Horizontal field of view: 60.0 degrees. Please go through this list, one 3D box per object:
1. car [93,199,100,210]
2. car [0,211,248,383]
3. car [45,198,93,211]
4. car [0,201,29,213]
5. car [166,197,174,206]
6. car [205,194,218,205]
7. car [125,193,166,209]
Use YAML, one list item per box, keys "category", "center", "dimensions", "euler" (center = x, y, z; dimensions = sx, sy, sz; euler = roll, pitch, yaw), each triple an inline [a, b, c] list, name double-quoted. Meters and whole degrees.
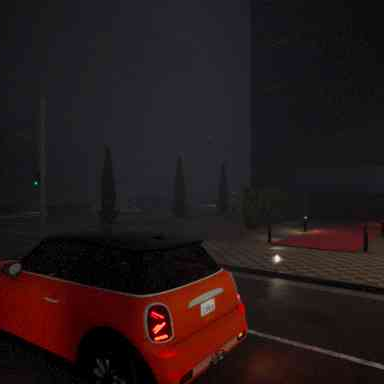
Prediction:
- category: "car"
  center: [-13.648, 1.491, 40.902]
  dimensions: [2.128, 1.511, 4.902]
  euler: [0, 0, 36]
- category: "car"
  center: [-1.544, 1.352, 5.095]
  dimensions: [4.553, 1.767, 2.097]
  euler: [0, 0, 36]
- category: "car"
  center: [-13.323, 1.601, 35.381]
  dimensions: [1.895, 1.301, 4.718]
  euler: [0, 0, 36]
- category: "car"
  center: [-19.107, 1.601, 33.357]
  dimensions: [1.895, 1.301, 4.718]
  euler: [0, 0, 36]
- category: "car"
  center: [-4.496, 1.491, 53.526]
  dimensions: [2.128, 1.511, 4.902]
  euler: [0, 0, 36]
- category: "car"
  center: [4.333, 1.525, 59.647]
  dimensions: [1.812, 1.442, 4.674]
  euler: [0, 0, 36]
- category: "car"
  center: [-6.447, 1.222, 44.880]
  dimensions: [2.150, 2.045, 5.566]
  euler: [0, 0, 36]
